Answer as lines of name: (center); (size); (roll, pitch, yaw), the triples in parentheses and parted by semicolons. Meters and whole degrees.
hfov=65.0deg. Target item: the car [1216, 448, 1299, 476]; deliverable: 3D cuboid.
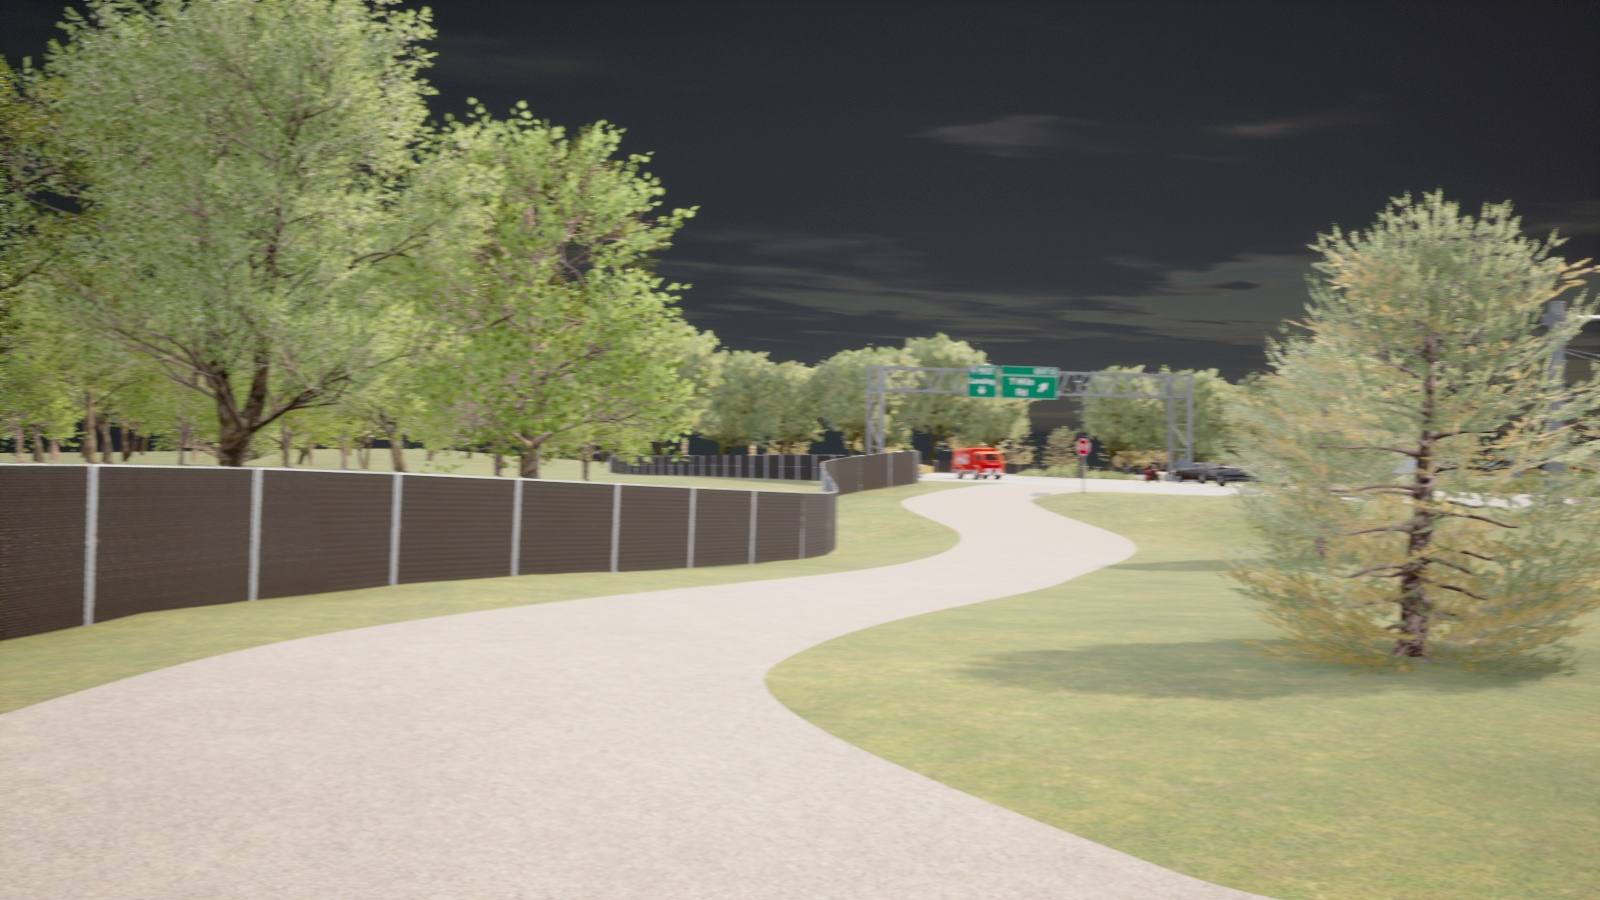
car: (27.715, 0.721, 76.297); (2.152, 1.651, 5.027); (-1, 0, -16)

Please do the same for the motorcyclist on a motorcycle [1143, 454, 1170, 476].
motorcyclist on a motorcycle: (24.689, 1.032, 86.929); (0.797, 1.523, 2.044); (-1, 0, -16)

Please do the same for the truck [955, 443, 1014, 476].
truck: (14.330, 0.770, 97.721); (2.627, 2.467, 5.204); (-1, 0, -16)

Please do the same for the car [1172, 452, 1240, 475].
car: (28.194, 0.961, 87.397); (2.128, 1.511, 4.902); (-1, 0, -16)
